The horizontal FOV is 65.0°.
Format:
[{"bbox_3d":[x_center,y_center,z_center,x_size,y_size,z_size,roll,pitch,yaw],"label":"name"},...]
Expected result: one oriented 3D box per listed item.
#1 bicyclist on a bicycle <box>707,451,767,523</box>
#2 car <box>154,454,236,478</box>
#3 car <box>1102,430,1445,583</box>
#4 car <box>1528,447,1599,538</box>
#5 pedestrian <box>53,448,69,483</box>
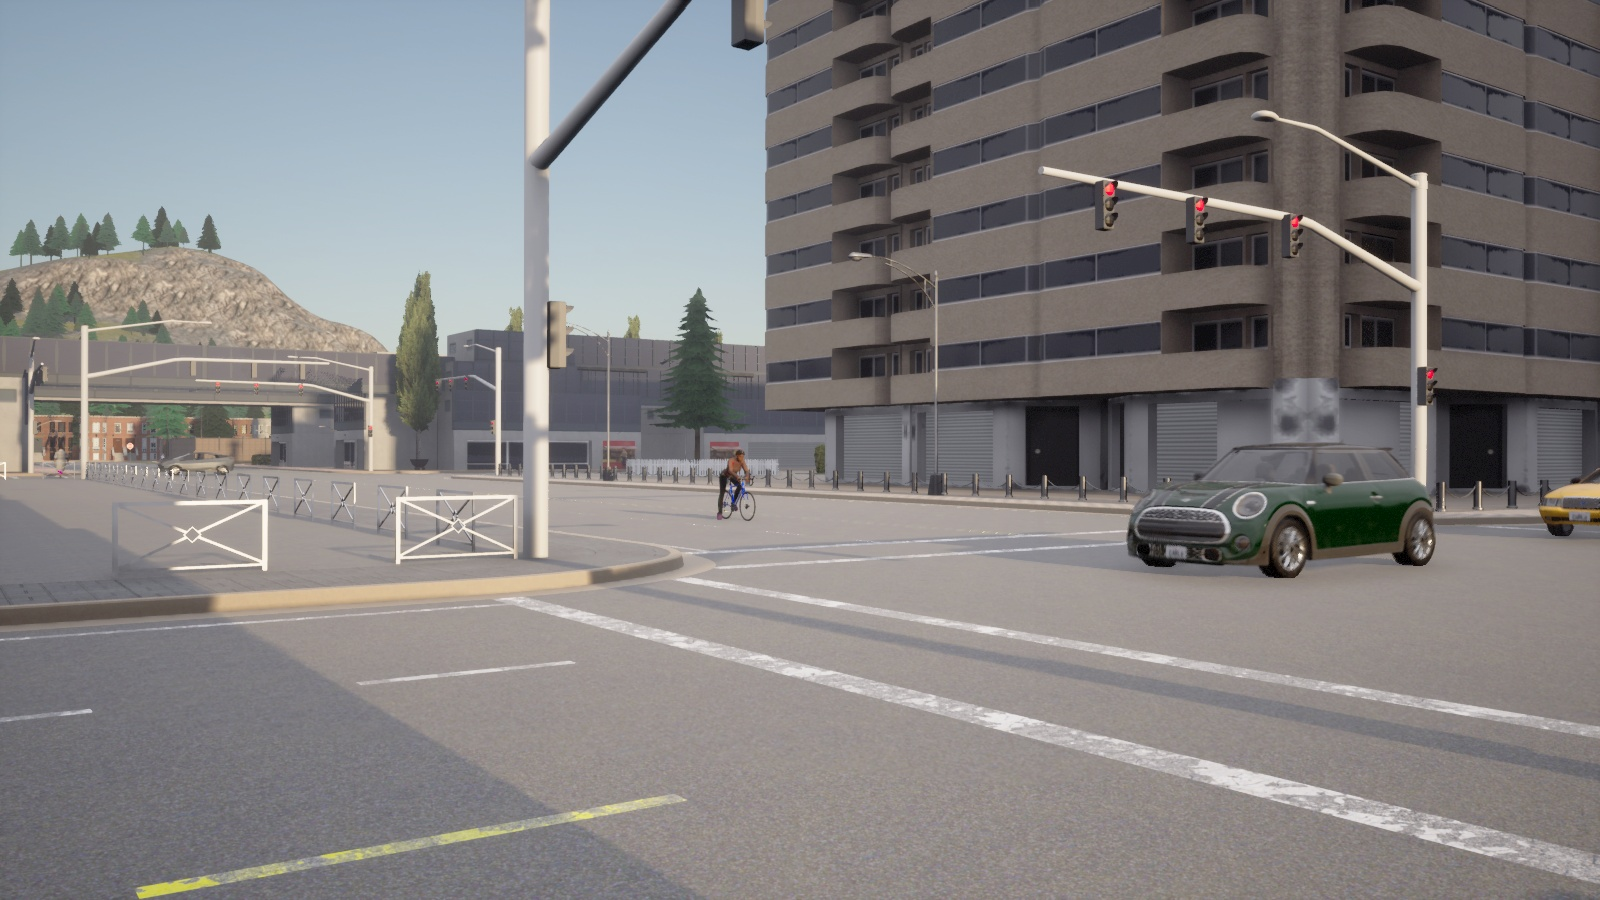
[{"bbox_3d":[-1.467,0.827,28.998,0.582,1.620,1.656,0,0,-35],"label":"bicyclist on a bicycle"},{"bbox_3d":[-39.104,1.028,81.140,4.514,1.525,2.007,0,0,-35],"label":"car"},{"bbox_3d":[6.379,0.658,16.748,4.553,1.767,2.097,0,0,-36],"label":"car"},{"bbox_3d":[15.892,0.727,23.560,5.366,1.575,1.801,0,0,-36],"label":"car"},{"bbox_3d":[-40.934,0.842,69.569,0.659,1.952,0.873,0,0,-39],"label":"pedestrian"}]
